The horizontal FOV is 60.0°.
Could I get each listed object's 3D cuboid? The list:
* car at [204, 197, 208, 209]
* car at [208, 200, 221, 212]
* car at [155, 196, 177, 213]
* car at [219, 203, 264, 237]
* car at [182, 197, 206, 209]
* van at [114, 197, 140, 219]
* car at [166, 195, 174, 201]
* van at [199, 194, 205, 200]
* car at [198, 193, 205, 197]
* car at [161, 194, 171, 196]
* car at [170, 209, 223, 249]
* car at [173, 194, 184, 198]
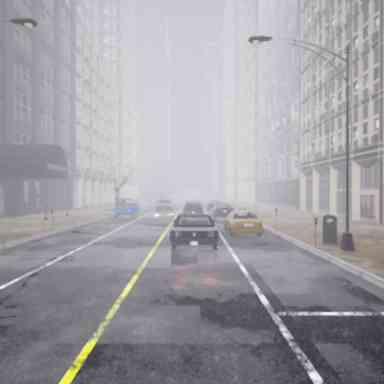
[{"bbox_3d":[2.690,1.604,40.767,1.947,1.339,4.313,0,0,0],"label":"car"},{"bbox_3d":[2.689,1.598,29.371,1.947,1.339,4.313,0,0,0],"label":"car"},{"bbox_3d":[-3.092,1.514,38.082,1.882,1.535,5.008,0,0,0],"label":"car"},{"bbox_3d":[2.688,1.548,18.144,1.752,1.417,4.829,0,0,0],"label":"car"},{"bbox_3d":[0.097,1.539,31.526,1.837,1.490,4.892,0,0,0],"label":"car"},{"bbox_3d":[-5.693,1.373,29.375,1.690,1.788,3.998,0,0,0],"label":"van"},{"bbox_3d":[-5.688,1.473,86.358,1.967,1.590,4.097,0,0,0],"label":"car"},{"bbox_3d":[2.693,1.370,92.052,1.690,1.788,3.998,0,0,0],"label":"van"},{"bbox_3d":[2.355,1.494,81.078,1.801,1.575,5.366,0,0,0],"label":"car"},{"bbox_3d":[-5.689,1.588,63.564,1.887,1.381,4.507,0,0,0],"label":"car"},{"bbox_3d":[0.094,1.620,14.592,1.895,1.301,4.718,0,0,0],"label":"car"},{"bbox_3d":[-2.995,1.186,79.501,2.097,1.767,4.553,0,0,0],"label":"car"}]
